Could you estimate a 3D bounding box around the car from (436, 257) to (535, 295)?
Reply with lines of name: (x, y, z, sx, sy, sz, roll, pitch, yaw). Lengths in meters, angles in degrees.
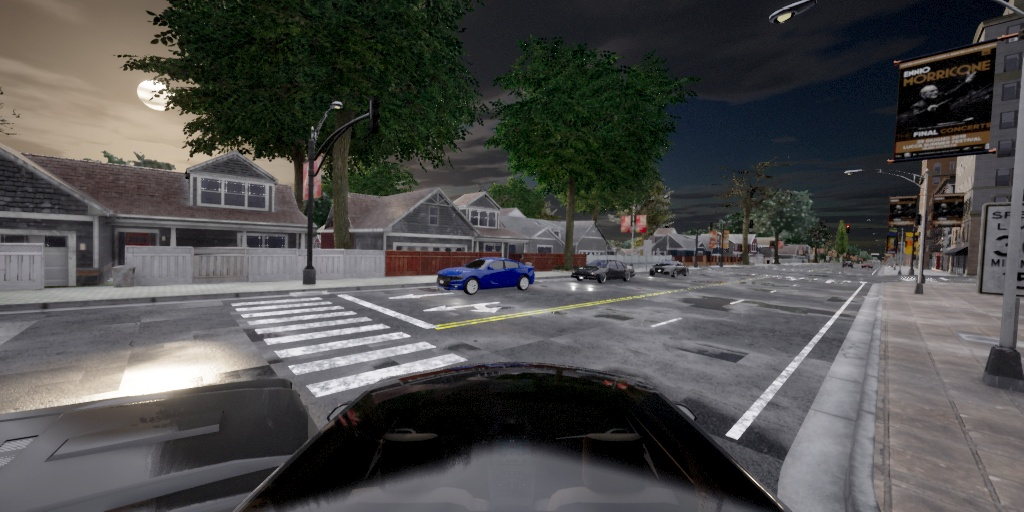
car: (-1.084, 0.807, 16.492, 5.008, 1.535, 1.882, 0, 2, -44)

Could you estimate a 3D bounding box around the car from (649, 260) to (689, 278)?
car: (13.311, 1.019, 30.301, 4.181, 1.385, 1.994, 0, 2, -44)

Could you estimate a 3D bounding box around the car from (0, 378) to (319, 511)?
car: (-3.313, 1.286, 1.311, 4.718, 1.301, 1.895, 1, 2, -34)

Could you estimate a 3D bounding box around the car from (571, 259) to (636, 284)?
car: (6.098, 0.938, 23.396, 5.357, 1.411, 2.033, 0, 2, -44)
